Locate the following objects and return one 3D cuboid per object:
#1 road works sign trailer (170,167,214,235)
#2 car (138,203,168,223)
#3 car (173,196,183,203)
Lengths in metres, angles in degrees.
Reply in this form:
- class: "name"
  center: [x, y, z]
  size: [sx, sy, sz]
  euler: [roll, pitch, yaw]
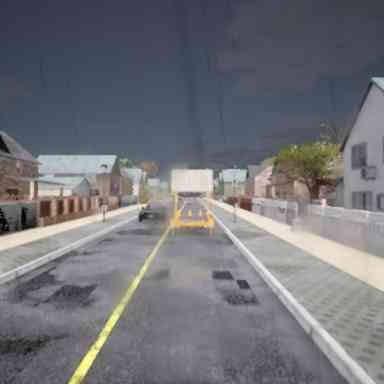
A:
- class: "road works sign trailer"
  center: [0.002, 0.429, 18.567]
  size: [2.380, 3.560, 2.880]
  euler: [0, 0, 0]
- class: "car"
  center: [-2.860, 1.521, 25.233]
  size: [1.994, 1.385, 4.181]
  euler: [0, 0, 0]
- class: "car"
  center: [-2.793, 1.488, 66.630]
  size: [2.128, 1.511, 4.902]
  euler: [0, 0, 0]
